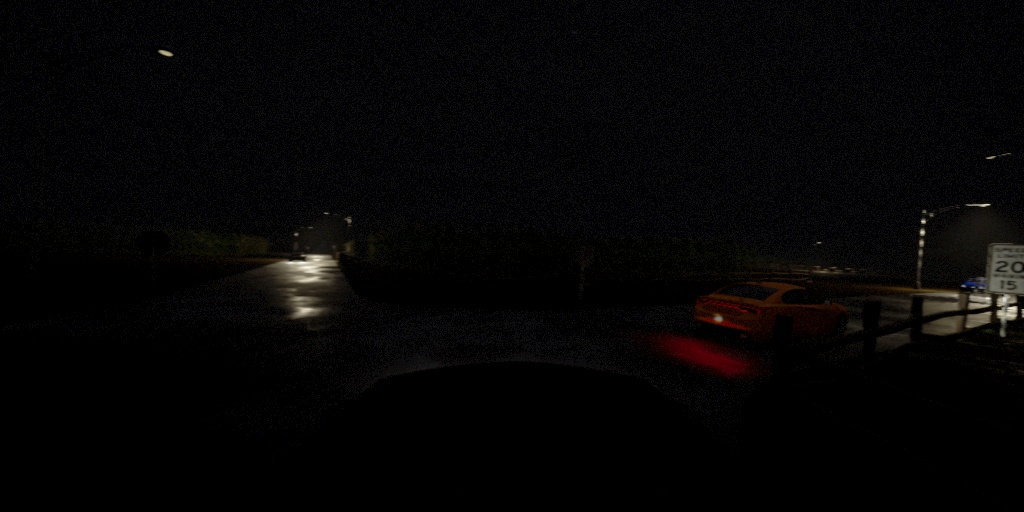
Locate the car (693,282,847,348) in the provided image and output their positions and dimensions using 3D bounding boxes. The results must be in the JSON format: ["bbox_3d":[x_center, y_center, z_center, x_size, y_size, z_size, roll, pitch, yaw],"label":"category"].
[{"bbox_3d":[7.307,1.474,10.021,5.008,1.535,1.882,2,2,-27],"label":"car"}]

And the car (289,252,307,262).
[{"bbox_3d":[-29.436,0.111,49.384,1.994,1.385,4.181,2,0,-27],"label":"car"}]

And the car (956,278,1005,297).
[{"bbox_3d":[39.139,2.550,29.711,4.674,1.442,1.812,2,2,-28],"label":"car"}]
